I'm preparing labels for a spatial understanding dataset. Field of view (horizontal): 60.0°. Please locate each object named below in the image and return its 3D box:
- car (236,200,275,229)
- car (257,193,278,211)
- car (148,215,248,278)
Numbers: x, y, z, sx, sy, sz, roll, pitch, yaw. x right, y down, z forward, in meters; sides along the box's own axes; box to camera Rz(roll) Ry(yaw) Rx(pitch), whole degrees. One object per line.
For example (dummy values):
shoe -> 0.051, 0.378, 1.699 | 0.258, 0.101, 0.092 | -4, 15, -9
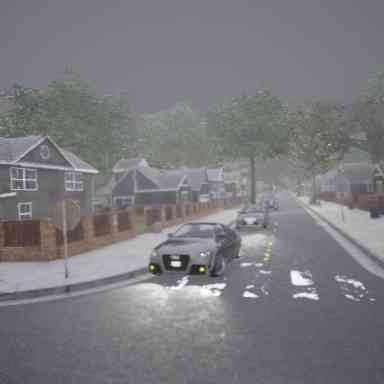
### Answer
car -> 4.077, 1.541, 21.960 | 2.128, 1.511, 4.902 | -3, -1, 16
car -> 9.074, 1.220, 39.571 | 2.150, 2.045, 5.566 | -3, -1, 16
car -> 0.271, 1.673, 10.558 | 1.994, 1.385, 4.181 | -3, -1, 21
